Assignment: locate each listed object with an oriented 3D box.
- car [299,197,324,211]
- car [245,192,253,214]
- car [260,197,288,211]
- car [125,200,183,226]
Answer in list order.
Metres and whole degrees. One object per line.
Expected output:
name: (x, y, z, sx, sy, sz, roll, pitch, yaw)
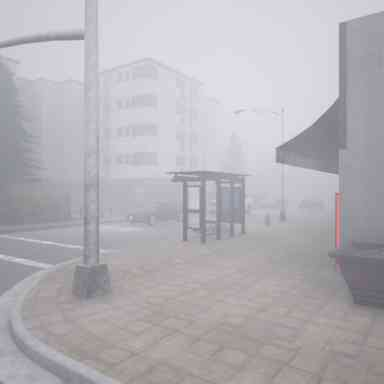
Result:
car: (13.761, 1.328, 38.183, 1.837, 1.490, 4.892, 0, 0, 36)
car: (3.589, 1.045, 30.337, 2.150, 2.045, 5.566, 0, 0, 36)
car: (9.530, 1.301, 38.553, 1.882, 1.535, 5.008, 0, 0, 36)
car: (-2.296, 1.328, 22.154, 1.837, 1.490, 4.892, 0, 0, 36)
